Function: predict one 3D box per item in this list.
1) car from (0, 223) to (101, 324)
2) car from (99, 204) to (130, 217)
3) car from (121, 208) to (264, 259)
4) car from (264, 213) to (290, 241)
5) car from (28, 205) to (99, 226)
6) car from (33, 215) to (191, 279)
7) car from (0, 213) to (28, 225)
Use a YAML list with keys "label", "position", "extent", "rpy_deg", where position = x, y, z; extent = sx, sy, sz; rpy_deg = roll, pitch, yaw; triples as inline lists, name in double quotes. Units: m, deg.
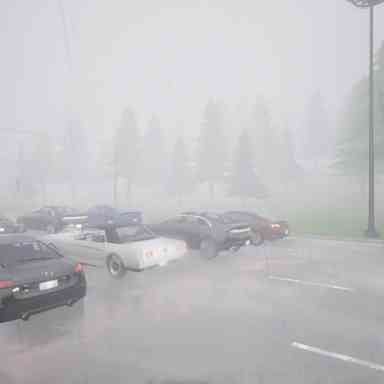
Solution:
- label: "car"
  position: [-4.097, 1.564, 6.871]
  extent: [4.181, 1.385, 1.994]
  rpy_deg: [0, 0, 35]
- label: "car"
  position: [-5.292, 1.478, 20.649]
  extent: [5.008, 1.535, 1.882]
  rpy_deg: [0, 0, 36]
- label: "car"
  position: [-0.092, 1.491, 12.624]
  extent: [4.902, 1.511, 2.128]
  rpy_deg: [0, 0, 36]
- label: "car"
  position: [2.113, 1.526, 15.349]
  extent: [4.674, 1.442, 1.812]
  rpy_deg: [0, 0, 36]
- label: "car"
  position: [-7.620, 1.492, 18.008]
  extent: [4.902, 1.511, 2.128]
  rpy_deg: [0, 0, 36]
- label: "car"
  position: [-2.568, 1.601, 10.090]
  extent: [4.718, 1.301, 1.895]
  rpy_deg: [0, 0, 36]
- label: "car"
  position: [-9.693, 1.564, 15.187]
  extent: [4.181, 1.385, 1.994]
  rpy_deg: [0, 0, 36]
